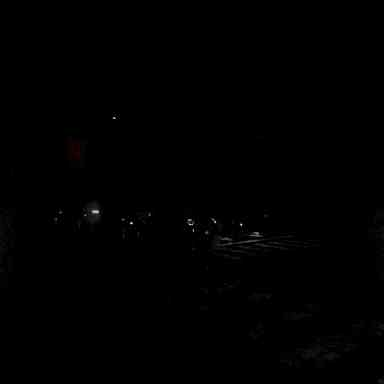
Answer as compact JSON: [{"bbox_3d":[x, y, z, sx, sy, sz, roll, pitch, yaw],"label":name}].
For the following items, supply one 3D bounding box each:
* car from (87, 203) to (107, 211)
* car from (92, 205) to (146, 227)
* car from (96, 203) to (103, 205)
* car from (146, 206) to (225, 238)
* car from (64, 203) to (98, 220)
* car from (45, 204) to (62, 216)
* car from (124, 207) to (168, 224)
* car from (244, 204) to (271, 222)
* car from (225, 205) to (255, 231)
[{"bbox_3d":[-16.900,2.656,58.936,1.895,1.301,4.718,0,-1,-36],"label":"car"},{"bbox_3d":[-6.108,2.009,27.255,2.033,1.411,5.357,0,-1,-35],"label":"car"},{"bbox_3d":[-10.476,2.230,38.767,2.033,1.411,5.357,0,-1,-36],"label":"car"},{"bbox_3d":[-0.532,1.637,19.600,2.097,1.767,4.553,0,-1,-36],"label":"car"},{"bbox_3d":[-11.942,2.214,35.269,1.994,1.385,4.181,0,-1,-36],"label":"car"},{"bbox_3d":[-17.768,2.332,43.309,2.128,1.511,4.902,0,-1,-36],"label":"car"},{"bbox_3d":[-4.257,2.082,30.227,1.895,1.301,4.718,0,-1,-36],"label":"car"},{"bbox_3d":[4.630,1.836,29.350,1.882,1.535,5.008,0,-1,-36],"label":"car"},{"bbox_3d":[1.570,1.801,22.234,1.837,1.490,4.892,0,-1,-36],"label":"car"}]
